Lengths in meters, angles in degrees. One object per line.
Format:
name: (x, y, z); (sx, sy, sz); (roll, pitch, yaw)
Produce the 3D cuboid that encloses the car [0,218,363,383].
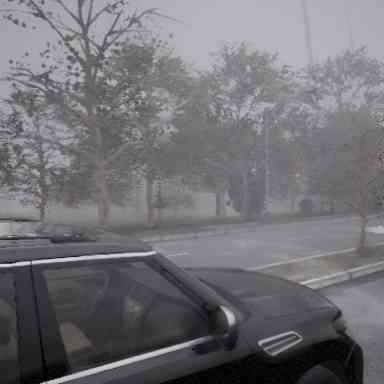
car: (-1.113, 1.222, 2.322); (5.566, 2.045, 2.150); (0, 0, -35)
